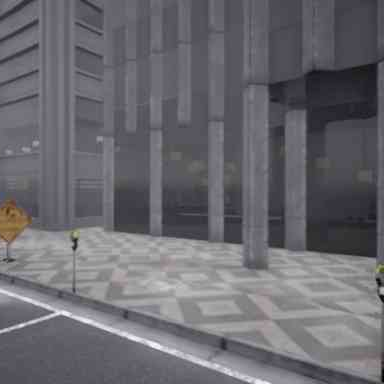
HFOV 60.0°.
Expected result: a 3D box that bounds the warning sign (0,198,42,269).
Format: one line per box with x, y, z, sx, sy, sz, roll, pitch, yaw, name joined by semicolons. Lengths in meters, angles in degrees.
-5.243;1.132;9.580;1.060;1.860;1.300;0;0;36;warning sign
